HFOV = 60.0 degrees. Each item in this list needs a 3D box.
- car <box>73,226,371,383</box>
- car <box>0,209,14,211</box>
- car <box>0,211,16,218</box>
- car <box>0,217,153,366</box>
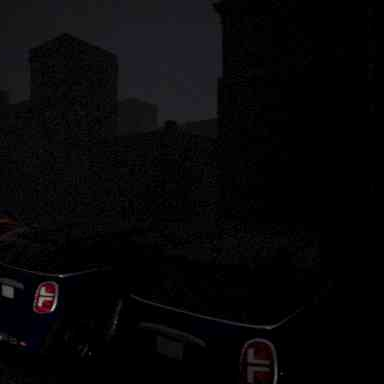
[{"bbox_3d":[1.039,1.355,4.576,2.185,1.767,4.553,0,0,36],"label":"car"},{"bbox_3d":[-7.974,1.362,11.083,2.185,1.767,4.553,0,0,36],"label":"car"},{"bbox_3d":[-5.730,1.485,9.438,2.097,1.535,5.008,0,0,35],"label":"car"},{"bbox_3d":[-1.224,1.354,6.191,2.185,1.767,4.553,0,0,36],"label":"car"}]
